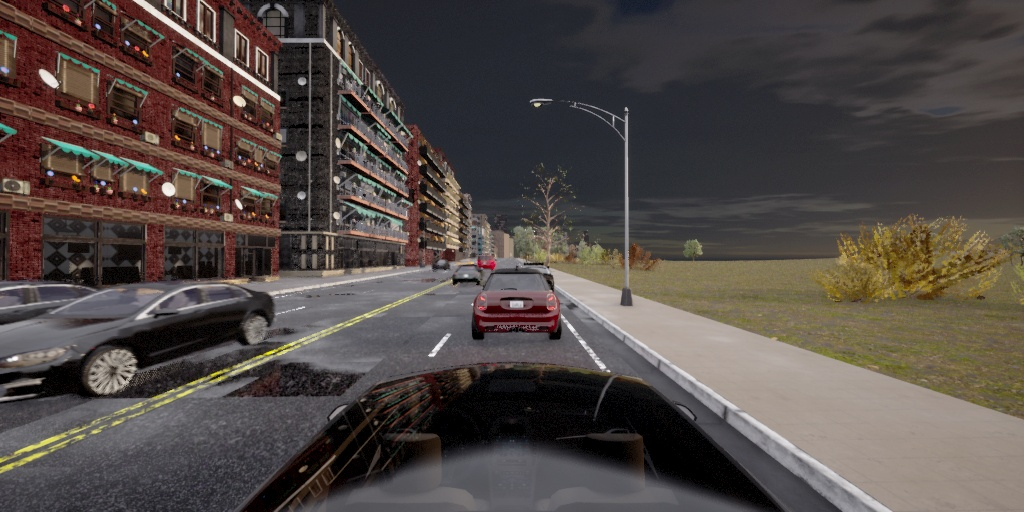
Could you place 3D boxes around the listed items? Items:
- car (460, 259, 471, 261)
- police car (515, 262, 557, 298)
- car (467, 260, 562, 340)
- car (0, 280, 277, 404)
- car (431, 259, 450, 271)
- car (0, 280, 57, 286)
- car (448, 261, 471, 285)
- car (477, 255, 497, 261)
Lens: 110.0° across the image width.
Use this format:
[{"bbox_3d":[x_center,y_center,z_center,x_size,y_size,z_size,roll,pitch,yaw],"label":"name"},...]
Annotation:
[{"bbox_3d":[-6.498,1.228,49.419,1.882,1.535,5.008,0,0,0],"label":"car"},{"bbox_3d":[1.173,1.177,19.656,1.930,1.638,5.238,0,0,0],"label":"police car"},{"bbox_3d":[0.112,1.103,10.161,2.097,1.767,4.553,0,0,0],"label":"car"},{"bbox_3d":[-6.591,1.242,6.597,2.128,1.511,4.902,0,0,0],"label":"car"},{"bbox_3d":[-9.747,1.228,49.415,1.882,1.535,5.008,0,0,0],"label":"car"},{"bbox_3d":[-9.842,1.242,6.582,2.128,1.511,4.902,0,0,0],"label":"car"},{"bbox_3d":[-3.101,1.316,26.179,1.994,1.385,4.181,0,0,0],"label":"car"},{"bbox_3d":[-3.067,0.964,43.256,2.150,2.045,5.566,0,-1,0],"label":"car"}]
